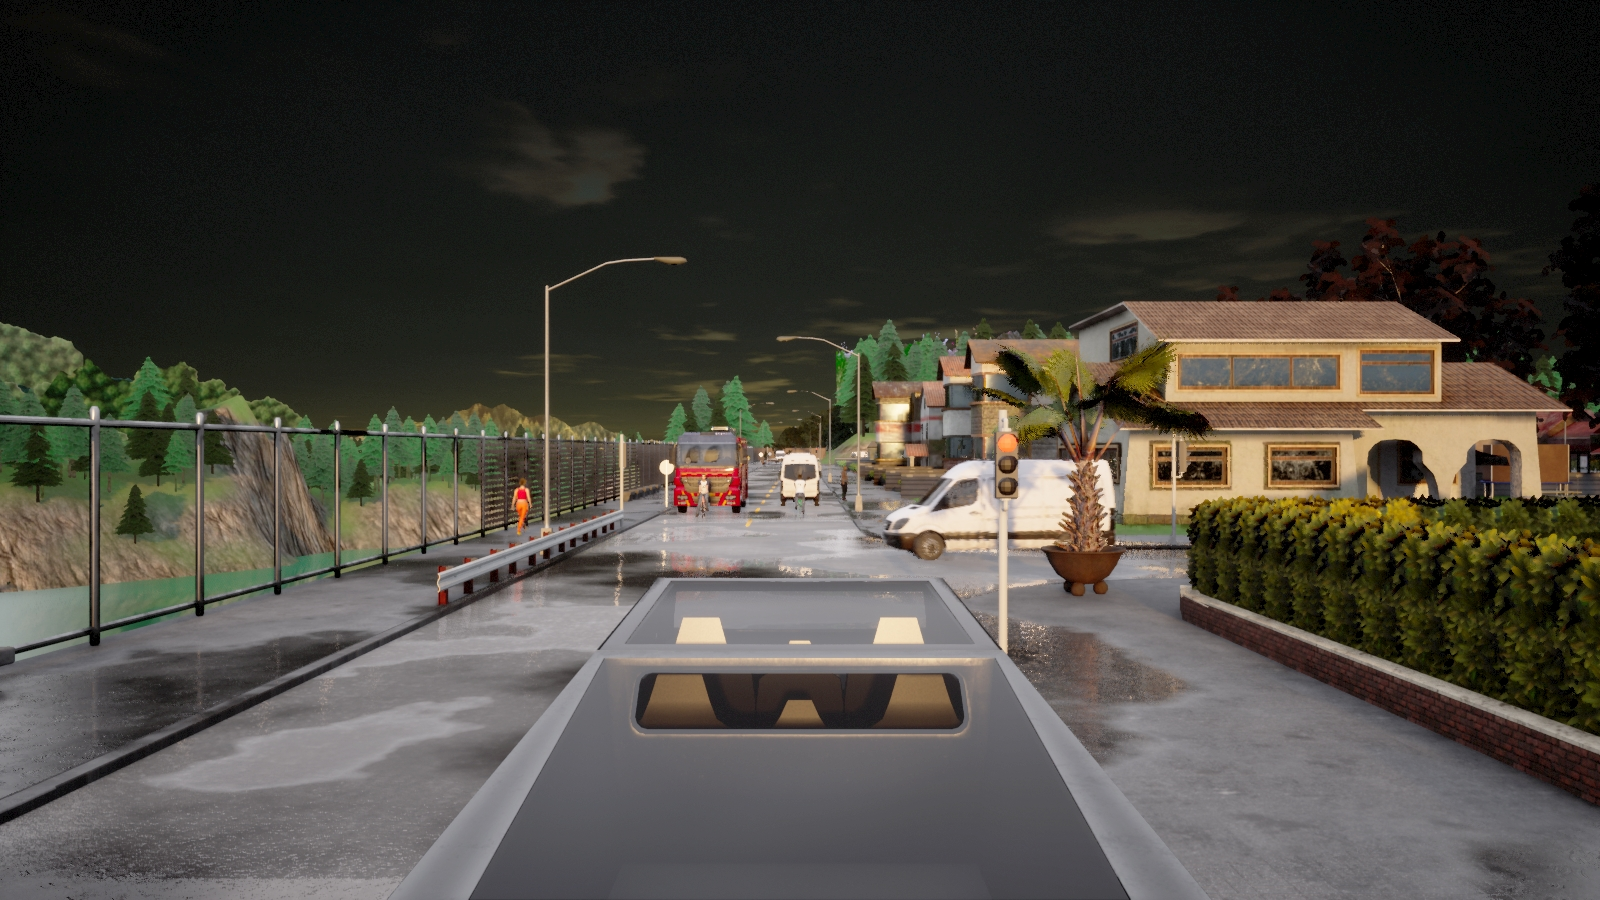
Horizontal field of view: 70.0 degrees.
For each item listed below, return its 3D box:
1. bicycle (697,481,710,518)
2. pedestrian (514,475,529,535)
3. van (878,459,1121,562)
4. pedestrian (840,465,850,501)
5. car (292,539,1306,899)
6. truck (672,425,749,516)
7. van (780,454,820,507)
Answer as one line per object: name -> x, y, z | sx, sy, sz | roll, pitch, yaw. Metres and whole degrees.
bicycle -> -3.996, 2.038, 47.352 | 0.373, 1.496, 1.643 | 0, 0, 0
pedestrian -> -8.714, 1.731, 35.788 | 0.375, 1.860, 0.375 | 0, 0, 1
van -> 5.120, 1.523, 29.798 | 5.915, 2.561, 1.988 | 0, 0, -4
pedestrian -> 2.310, 1.697, 58.808 | 0.375, 1.860, 0.375 | 0, 0, 40
car -> -0.001, 1.751, 5.830 | 2.390, 2.098, 6.274 | 0, 0, 0
truck -> -3.997, 0.871, 52.639 | 2.891, 3.827, 8.468 | 0, 0, 0
van -> 0.002, 1.512, 59.369 | 1.988, 2.561, 5.915 | 0, 0, 0
